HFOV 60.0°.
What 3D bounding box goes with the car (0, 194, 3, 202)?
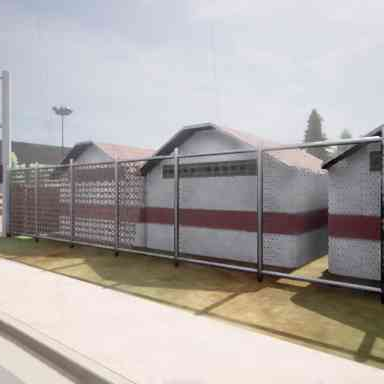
[{"bbox_3d":[-22.535,1.222,39.964,2.150,2.045,5.566,0,0,37],"label":"car"}]
